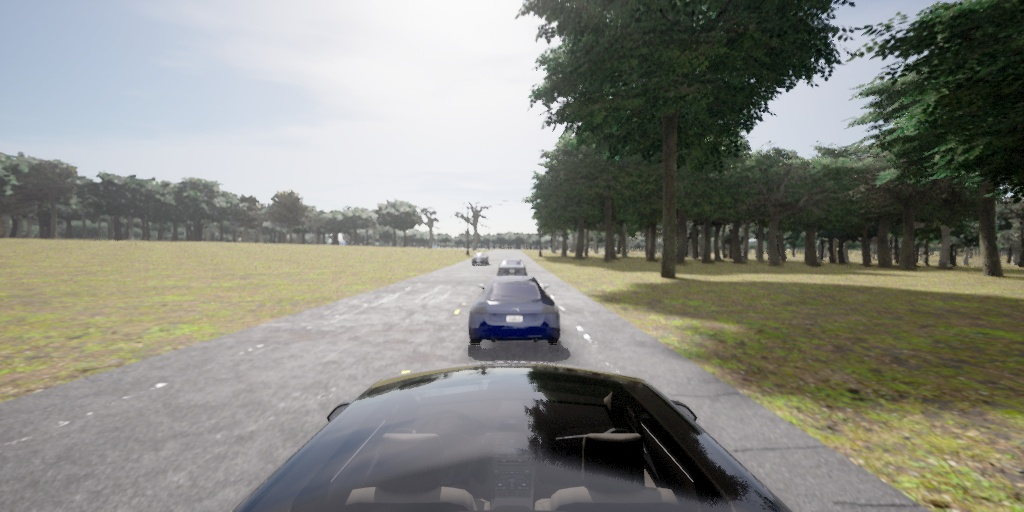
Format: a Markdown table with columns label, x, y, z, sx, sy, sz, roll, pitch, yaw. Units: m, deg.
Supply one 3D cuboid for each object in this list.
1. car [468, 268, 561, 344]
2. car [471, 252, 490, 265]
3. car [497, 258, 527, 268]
| label | x | y | z | sx | sy | sz | roll | pitch | yaw |
| --- | --- | --- | --- | --- | --- | --- | --- | --- | --- |
| car | 0.051 | 1.174 | 9.115 | 1.994 | 1.385 | 4.181 | 0 | 1 | 0 |
| car | -3.710 | 0.302 | 42.641 | 2.128 | 1.511 | 4.902 | 0 | 2 | 0 |
| car | 0.005 | 0.856 | 23.190 | 2.033 | 1.411 | 5.357 | 0 | 1 | 0 |
